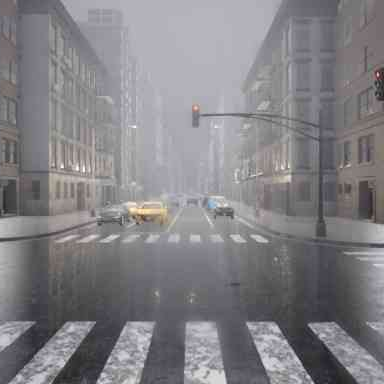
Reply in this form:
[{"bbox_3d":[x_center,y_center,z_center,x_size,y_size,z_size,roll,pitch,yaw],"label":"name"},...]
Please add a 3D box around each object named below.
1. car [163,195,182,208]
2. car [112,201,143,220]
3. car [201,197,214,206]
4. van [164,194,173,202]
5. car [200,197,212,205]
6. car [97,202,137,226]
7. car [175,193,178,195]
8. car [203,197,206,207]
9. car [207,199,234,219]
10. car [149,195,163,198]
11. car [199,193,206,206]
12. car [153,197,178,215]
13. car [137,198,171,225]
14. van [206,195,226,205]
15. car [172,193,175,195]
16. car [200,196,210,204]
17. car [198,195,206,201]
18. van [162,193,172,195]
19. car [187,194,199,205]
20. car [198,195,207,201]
[{"bbox_3d":[-2.859,1.558,48.387,1.994,1.385,4.181,0,0,0],"label":"car"},{"bbox_3d":[-5.414,1.523,28.668,1.752,1.417,4.829,0,0,0],"label":"car"},{"bbox_3d":[2.611,1.561,55.876,1.947,1.339,4.313,0,0,0],"label":"car"},{"bbox_3d":[-5.489,1.336,77.494,1.690,1.788,3.998,0,0,0],"label":"van"},{"bbox_3d":[2.609,1.546,61.282,2.008,1.369,4.403,0,0,0],"label":"car"},{"bbox_3d":[-5.405,1.549,23.432,2.008,1.369,4.403,0,0,0],"label":"car"},{"bbox_3d":[-5.506,1.545,88.307,2.008,1.369,4.403,0,0,0],"label":"car"},{"bbox_3d":[2.617,1.578,39.657,1.802,1.307,4.206,0,0,0],"label":"car"},{"bbox_3d":[2.621,1.548,28.844,2.008,1.369,4.403,0,0,0],"label":"car"},{"bbox_3d":[-5.439,1.436,45.057,1.967,1.590,4.097,0,0,0],"label":"car"},{"bbox_3d":[2.613,1.311,50.469,2.192,1.841,5.009,0,0,0],"label":"car"},{"bbox_3d":[-2.867,1.544,34.809,2.033,1.411,5.357,0,0,0],"label":"car"},{"bbox_3d":[-2.868,1.475,24.347,1.882,1.535,5.008,0,0,0],"label":"car"},{"bbox_3d":[2.619,1.338,34.251,1.690,1.788,3.998,0,0,0],"label":"van"},{"bbox_3d":[-5.480,1.310,72.087,2.192,1.841,5.009,0,0,0],"label":"car"},{"bbox_3d":[2.607,1.521,66.857,1.752,1.417,4.829,0,0,0],"label":"car"},{"bbox_3d":[2.599,1.560,88.313,1.947,1.339,4.313,0,0,0],"label":"car"},{"bbox_3d":[-5.472,1.336,66.681,1.690,1.788,3.998,0,0,0],"label":"van"},{"bbox_3d":[0.063,1.500,57.005,1.837,1.490,4.892,0,0,0],"label":"car"},{"bbox_3d":[2.601,1.539,82.907,1.887,1.381,4.507,0,0,0],"label":"car"}]
